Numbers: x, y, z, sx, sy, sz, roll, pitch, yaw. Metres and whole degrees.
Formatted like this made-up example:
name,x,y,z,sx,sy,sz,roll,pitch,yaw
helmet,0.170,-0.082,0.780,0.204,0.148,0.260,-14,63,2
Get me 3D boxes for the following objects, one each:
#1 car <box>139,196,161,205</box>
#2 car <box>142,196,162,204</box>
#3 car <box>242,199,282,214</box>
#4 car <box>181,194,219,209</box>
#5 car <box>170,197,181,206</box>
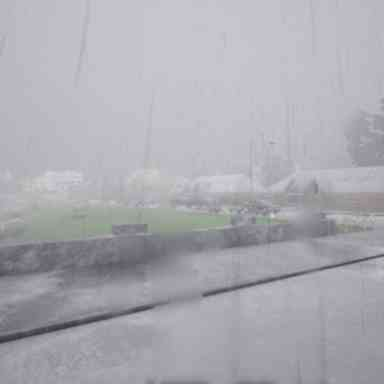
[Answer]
name,x,y,z,sx,sy,sz,roll,pitch,yaw
car,-7.782,1.666,58.497,1.994,1.385,4.181,0,0,-35
car,-7.927,1.594,65.616,1.882,1.535,5.008,0,0,-35
car,7.622,1.606,36.736,1.837,1.490,4.892,0,0,-35
car,1.339,1.325,45.564,2.150,2.045,5.566,0,0,-35
car,-2.001,1.594,57.382,1.882,1.535,5.008,0,0,-35
